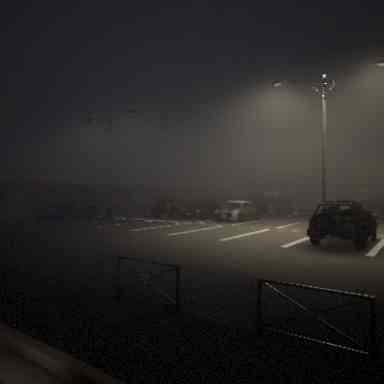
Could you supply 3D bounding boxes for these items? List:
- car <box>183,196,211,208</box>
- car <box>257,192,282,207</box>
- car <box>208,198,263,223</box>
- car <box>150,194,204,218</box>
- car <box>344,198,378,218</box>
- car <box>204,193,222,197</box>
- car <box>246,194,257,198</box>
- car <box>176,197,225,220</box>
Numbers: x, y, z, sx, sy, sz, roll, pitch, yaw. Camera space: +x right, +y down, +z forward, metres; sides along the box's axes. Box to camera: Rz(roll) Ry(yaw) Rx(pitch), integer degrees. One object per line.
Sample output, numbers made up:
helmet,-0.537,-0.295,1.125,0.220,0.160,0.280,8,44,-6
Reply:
car,0.707,1.310,44.483,1.784,1.438,3.905,0,0,36
car,13.278,1.116,56.932,1.905,1.878,3.866,0,0,36
car,3.221,1.402,24.046,1.970,1.475,3.806,0,0,36
car,-1.325,1.136,27.278,1.932,1.855,4.605,0,0,36
car,16.752,1.428,32.892,1.970,1.475,3.806,0,0,36
car,3.016,1.112,42.731,1.932,1.855,4.605,0,0,36
car,10.939,1.342,58.640,1.970,1.475,3.806,0,0,36
car,0.877,1.358,25.745,1.784,1.438,3.905,0,0,36
